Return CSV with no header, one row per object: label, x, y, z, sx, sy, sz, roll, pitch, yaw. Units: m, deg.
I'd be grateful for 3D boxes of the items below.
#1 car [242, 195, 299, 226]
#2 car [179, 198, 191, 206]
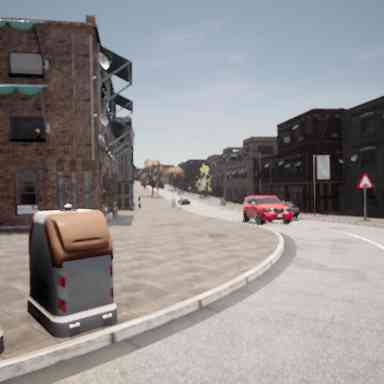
car,5.281,1.261,24.127,2.150,2.045,5.566,-1,-1,-8
car,-1.428,1.875,64.803,1.895,1.301,4.718,-1,2,-9
